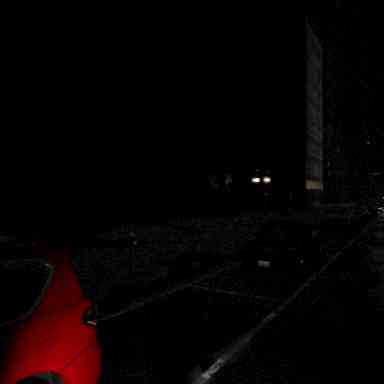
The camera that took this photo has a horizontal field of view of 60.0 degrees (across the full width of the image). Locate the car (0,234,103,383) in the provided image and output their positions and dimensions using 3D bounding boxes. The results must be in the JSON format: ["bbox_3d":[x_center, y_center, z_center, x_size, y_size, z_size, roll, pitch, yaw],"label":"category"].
[{"bbox_3d":[-2.781,1.332,1.826,2.192,1.841,5.009,0,-1,32],"label":"car"}]

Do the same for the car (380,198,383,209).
[{"bbox_3d":[24.166,1.783,44.515,2.192,1.841,5.009,0,-1,32],"label":"car"}]

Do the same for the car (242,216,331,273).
[{"bbox_3d":[3.207,1.679,11.310,1.947,1.339,4.313,0,-1,32],"label":"car"}]

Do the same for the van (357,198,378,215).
[{"bbox_3d":[18.178,1.706,35.029,1.690,1.788,3.998,0,-1,32],"label":"van"}]

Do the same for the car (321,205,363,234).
[{"bbox_3d":[9.195,1.763,20.797,2.008,1.369,4.403,0,-1,32],"label":"car"}]

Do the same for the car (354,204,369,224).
[{"bbox_3d":[12.189,1.844,25.540,1.802,1.307,4.206,0,-1,32],"label":"car"}]

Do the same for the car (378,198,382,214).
[{"bbox_3d":[21.172,1.856,39.771,1.967,1.590,4.097,0,-1,32],"label":"car"}]

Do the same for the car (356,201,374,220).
[{"bbox_3d":[15.092,1.837,30.140,1.752,1.417,4.829,0,-1,32],"label":"car"}]
